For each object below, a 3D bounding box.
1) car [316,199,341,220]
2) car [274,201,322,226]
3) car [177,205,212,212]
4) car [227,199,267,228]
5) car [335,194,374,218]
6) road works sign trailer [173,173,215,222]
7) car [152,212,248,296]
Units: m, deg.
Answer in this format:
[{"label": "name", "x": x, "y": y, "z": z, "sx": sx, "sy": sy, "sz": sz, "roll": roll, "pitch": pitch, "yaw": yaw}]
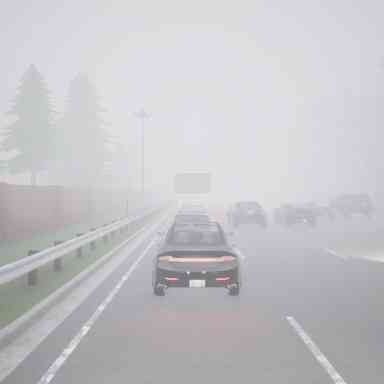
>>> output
[{"label": "car", "x": 10.580, "y": 1.525, "z": 28.395, "sx": 1.812, "sy": 1.442, "sz": 4.674, "roll": 0, "pitch": 0, "yaw": 0}, {"label": "car", "x": 7.088, "y": 1.507, "z": 23.293, "sx": 1.837, "sy": 1.490, "sz": 4.892, "roll": 0, "pitch": 1, "yaw": 0}, {"label": "car", "x": 0.105, "y": 1.474, "z": 19.051, "sx": 1.882, "sy": 1.535, "sz": 5.008, "roll": 0, "pitch": 0, "yaw": 4}, {"label": "car", "x": 3.590, "y": 1.353, "z": 22.553, "sx": 2.097, "sy": 1.767, "sz": 4.553, "roll": 0, "pitch": 0, "yaw": 0}, {"label": "car", "x": 14.084, "y": 1.216, "z": 30.044, "sx": 2.150, "sy": 2.045, "sz": 5.566, "roll": 0, "pitch": -1, "yaw": 0}, {"label": "road works sign trailer", "x": 0.061, "y": 0.464, "z": 22.971, "sx": 2.380, "sy": 3.560, "sz": 2.880, "roll": 0, "pitch": 0, "yaw": -2}, {"label": "car", "x": 0.096, "y": 1.491, "z": 8.627, "sx": 2.128, "sy": 1.511, "sz": 4.902, "roll": 0, "pitch": 0, "yaw": 0}]
